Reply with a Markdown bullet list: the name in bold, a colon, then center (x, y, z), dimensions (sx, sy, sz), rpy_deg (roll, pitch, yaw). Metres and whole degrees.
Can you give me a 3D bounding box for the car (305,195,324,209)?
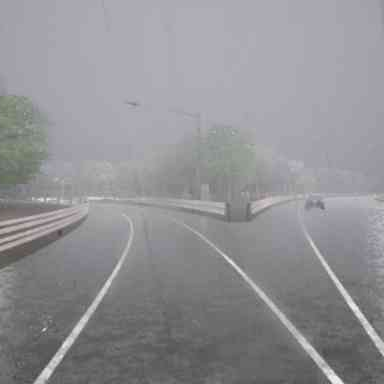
- **car**: center (15.458, 1.218, 42.079), dimensions (2.097, 1.767, 4.553), rpy_deg (0, 0, 19)
